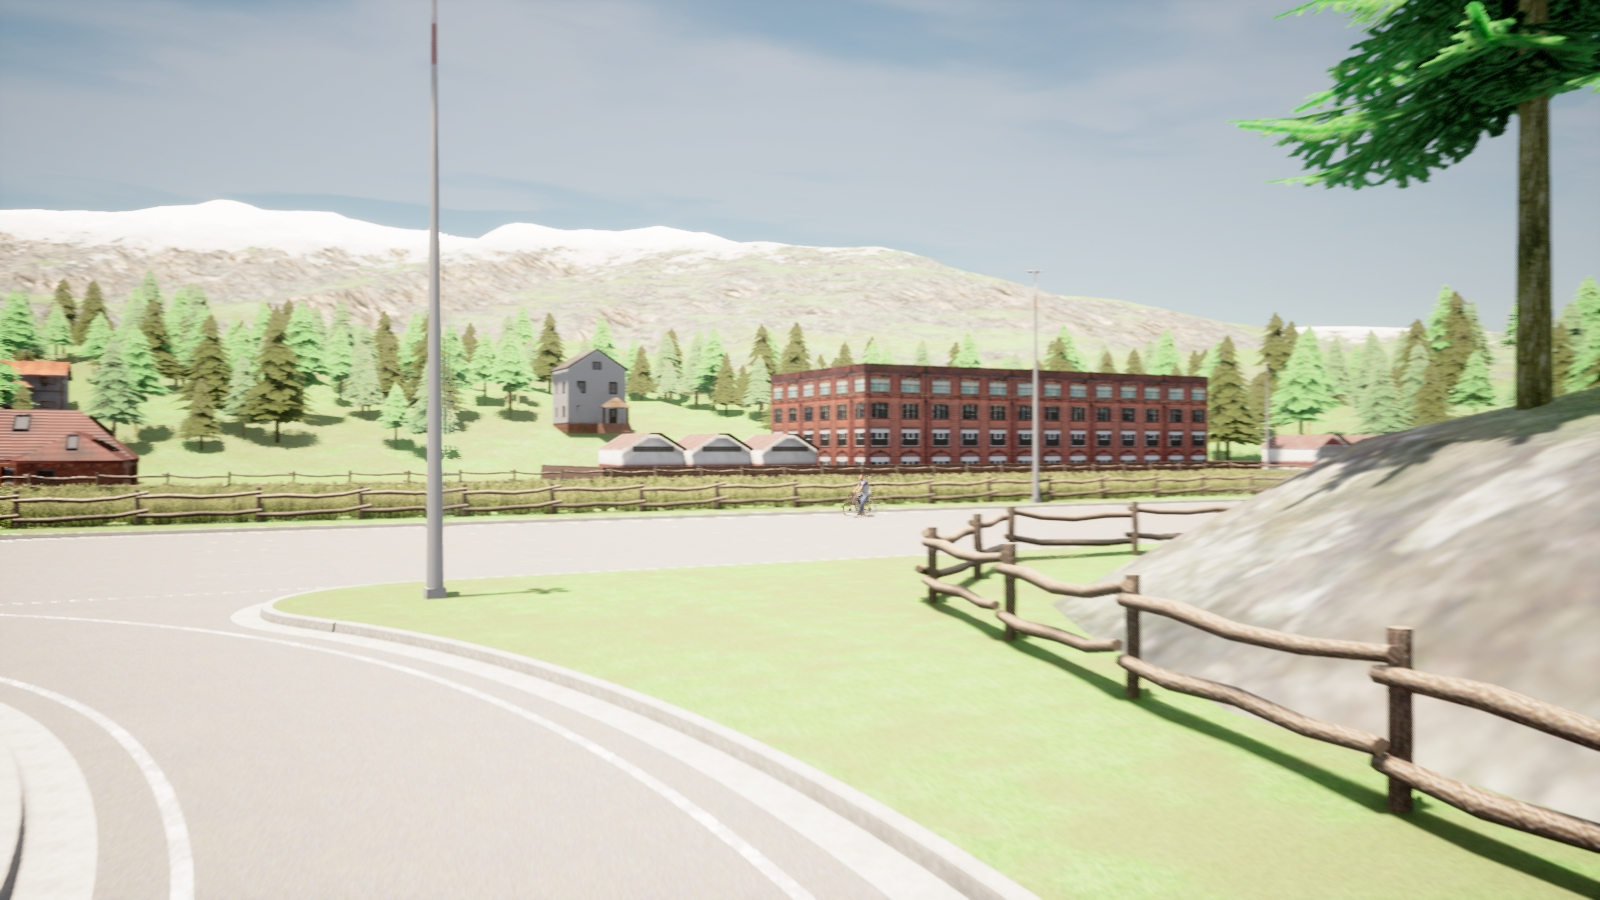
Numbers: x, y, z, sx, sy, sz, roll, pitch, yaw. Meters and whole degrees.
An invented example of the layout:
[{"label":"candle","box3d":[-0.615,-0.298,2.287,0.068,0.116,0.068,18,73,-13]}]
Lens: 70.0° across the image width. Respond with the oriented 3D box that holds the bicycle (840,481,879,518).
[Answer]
[{"label":"bicycle","box3d":[2.489,2.053,47.555,1.643,1.496,0.373,0,0,-28]}]
